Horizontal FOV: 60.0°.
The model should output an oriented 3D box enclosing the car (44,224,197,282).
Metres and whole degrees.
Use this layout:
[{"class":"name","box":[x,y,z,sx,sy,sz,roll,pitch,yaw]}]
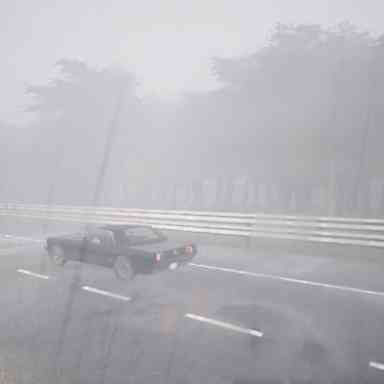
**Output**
[{"class":"car","box":[-2.284,1.603,9.798,4.718,1.301,1.895,0,0,36]}]
